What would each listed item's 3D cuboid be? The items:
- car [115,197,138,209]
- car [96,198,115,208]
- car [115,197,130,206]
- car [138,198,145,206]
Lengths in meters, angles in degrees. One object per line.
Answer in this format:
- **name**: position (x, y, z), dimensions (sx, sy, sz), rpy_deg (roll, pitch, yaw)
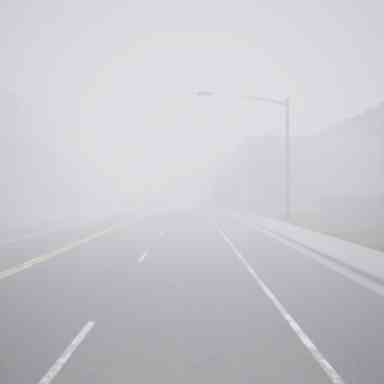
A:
- **car**: position (-10.567, 1.983, 53.844), dimensions (1.895, 1.301, 4.718), rpy_deg (0, 0, 0)
- **car**: position (-14.065, 1.736, 54.065), dimensions (2.097, 1.767, 4.553), rpy_deg (0, 0, 0)
- **car**: position (-14.032, 1.833, 67.115), dimensions (2.097, 1.767, 4.553), rpy_deg (0, -1, 0)
- **car**: position (-10.535, 2.002, 67.130), dimensions (1.812, 1.442, 4.674), rpy_deg (0, 0, 0)
